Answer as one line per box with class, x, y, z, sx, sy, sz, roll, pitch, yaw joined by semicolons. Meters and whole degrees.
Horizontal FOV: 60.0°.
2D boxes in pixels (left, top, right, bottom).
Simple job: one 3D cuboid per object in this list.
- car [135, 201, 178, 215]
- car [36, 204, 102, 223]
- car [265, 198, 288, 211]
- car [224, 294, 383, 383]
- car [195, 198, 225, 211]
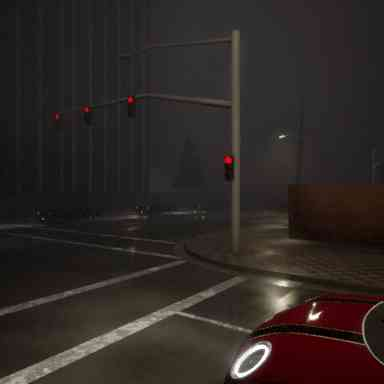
car;-3.538;1.601;33.610;1.895;1.301;4.718;0;0;35
car;-9.319;1.601;25.455;1.895;1.301;4.718;0;0;35
car;10.746;1.492;41.332;2.128;1.511;4.902;0;0;36
car;2.449;1.352;2.211;4.553;1.767;2.097;0;0;36
car;2.306;1.491;41.820;2.128;1.511;4.902;0;0;36
